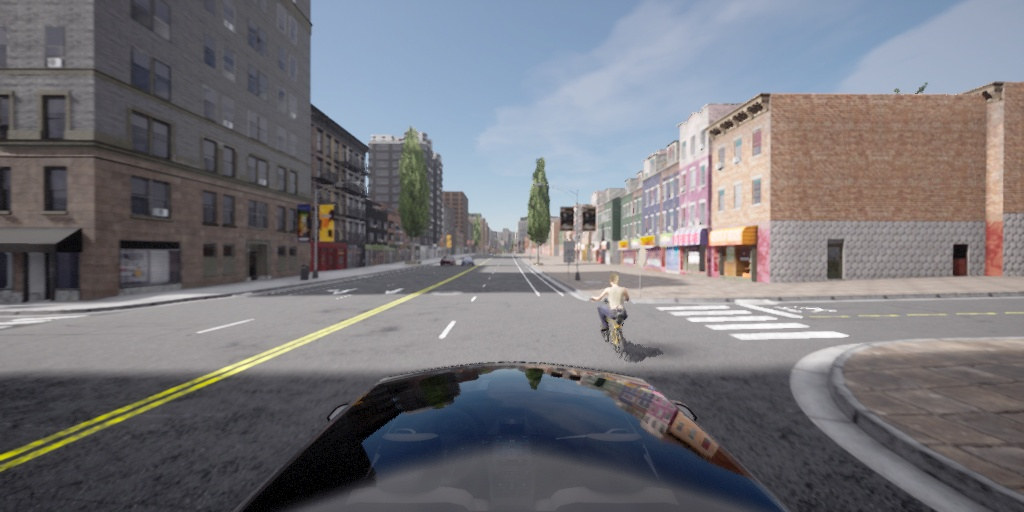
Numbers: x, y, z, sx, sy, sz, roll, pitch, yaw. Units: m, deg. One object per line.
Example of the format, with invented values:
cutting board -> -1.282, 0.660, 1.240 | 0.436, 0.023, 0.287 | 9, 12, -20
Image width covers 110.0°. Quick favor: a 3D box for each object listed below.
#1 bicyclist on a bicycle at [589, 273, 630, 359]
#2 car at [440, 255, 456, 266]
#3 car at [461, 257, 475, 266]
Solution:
bicyclist on a bicycle -> 2.070, 1.146, 7.402 | 0.866, 1.612, 1.509 | 0, 5, 0
car -> -10.407, 0.671, 58.653 | 2.097, 1.767, 4.553 | 0, 1, -1
car -> -7.157, 0.856, 58.663 | 1.812, 1.442, 4.674 | 0, 1, -1
